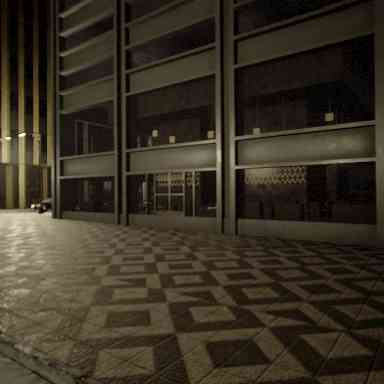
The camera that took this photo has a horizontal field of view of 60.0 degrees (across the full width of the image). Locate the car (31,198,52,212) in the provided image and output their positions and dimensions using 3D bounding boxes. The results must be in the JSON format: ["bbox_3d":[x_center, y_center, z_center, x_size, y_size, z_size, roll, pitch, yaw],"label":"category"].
[{"bbox_3d":[-15.923,1.450,38.160,2.128,1.511,4.902,-1,0,36],"label":"car"}]
